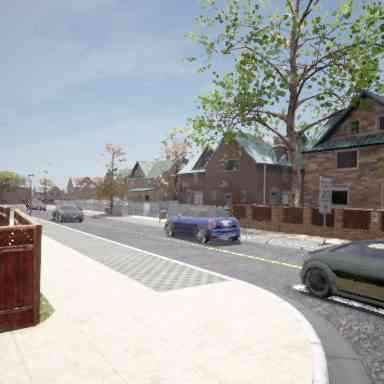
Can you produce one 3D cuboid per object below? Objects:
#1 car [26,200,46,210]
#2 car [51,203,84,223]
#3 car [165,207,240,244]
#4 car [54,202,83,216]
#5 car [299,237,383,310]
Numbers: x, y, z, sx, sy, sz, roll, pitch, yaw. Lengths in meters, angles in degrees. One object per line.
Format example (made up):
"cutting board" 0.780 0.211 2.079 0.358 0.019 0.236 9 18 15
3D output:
"car" -19.924 1.723 42.348 1.882 1.535 5.008 2 -2 -34
"car" -10.821 1.830 28.747 1.837 1.490 4.892 2 -2 -34
"car" 0.406 1.578 17.446 2.097 1.767 4.553 2 -2 -34
"car" -14.828 2.029 39.896 2.128 1.511 4.902 2 -2 -34
"car" 4.250 1.605 6.511 1.994 1.385 4.181 1 -1 -34
